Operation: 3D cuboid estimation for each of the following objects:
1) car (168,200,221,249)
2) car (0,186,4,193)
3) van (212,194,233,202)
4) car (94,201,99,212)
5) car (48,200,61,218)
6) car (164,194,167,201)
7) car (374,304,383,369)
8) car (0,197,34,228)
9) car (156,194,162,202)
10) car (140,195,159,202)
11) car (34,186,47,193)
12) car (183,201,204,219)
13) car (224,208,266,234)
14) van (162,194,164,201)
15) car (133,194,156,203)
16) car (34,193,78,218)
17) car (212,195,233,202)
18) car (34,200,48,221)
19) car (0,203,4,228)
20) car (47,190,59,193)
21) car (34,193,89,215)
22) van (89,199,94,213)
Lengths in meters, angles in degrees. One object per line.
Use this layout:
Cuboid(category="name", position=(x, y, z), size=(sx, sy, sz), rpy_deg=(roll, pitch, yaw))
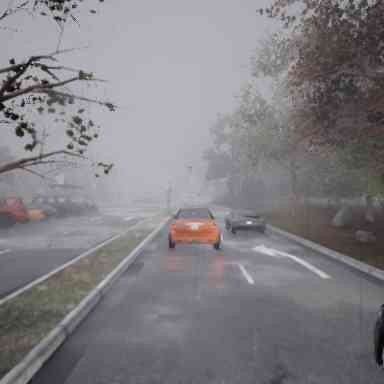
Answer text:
Cuboid(category="car", position=(0.098, 1.412, 15.085), size=(2.097, 1.767, 4.553), rpy_deg=(0, 0, 0))
Cuboid(category="car", position=(-40.223, -0.645, 68.841), size=(2.231, 1.521, 4.892), rpy_deg=(6, -3, -19))
Cuboid(category="van", position=(7.254, 1.453, 80.464), size=(4.442, 1.987, 1.878), rpy_deg=(1, 0, -14))
Cuboid(category="car", position=(-13.640, 1.597, 40.054), size=(4.553, 1.767, 2.185), rpy_deg=(-1, 0, -19))
Cuboid(category="car", position=(-13.779, 1.678, 28.006), size=(4.674, 1.452, 2.002), rpy_deg=(-1, 0, -20))
Cuboid(category="car", position=(-10.046, 1.781, 89.816), size=(4.892, 1.521, 2.231), rpy_deg=(-1, -1, -14))
Cuboid(category="car", position=(3.100, 1.496, 2.065), size=(2.128, 1.511, 4.902), rpy_deg=(0, 0, 0))
Cuboid(category="car", position=(-13.827, 1.345, 21.991), size=(5.566, 2.045, 2.435), rpy_deg=(-1, 0, -20))
Cuboid(category="car", position=(-10.829, 1.727, 80.853), size=(5.366, 1.575, 1.946), rpy_deg=(-1, -1, -15))
Cuboid(category="car", position=(-10.737, 1.624, 83.806), size=(4.553, 1.767, 2.185), rpy_deg=(-1, -1, -14))
Cuboid(category="car", position=(-31.184, -0.079, 68.791), size=(2.435, 2.045, 5.566), rpy_deg=(6, -3, -19))
Cuboid(category="car", position=(0.141, 1.678, 31.770), size=(1.837, 1.490, 4.892), rpy_deg=(0, 0, 0))
Cuboid(category="car", position=(3.098, 1.655, 20.054), size=(1.994, 1.385, 4.181), rpy_deg=(0, 0, 0))
Cuboid(category="van", position=(-10.273, 1.537, 86.846), size=(4.442, 1.987, 1.878), rpy_deg=(-1, -1, -14))
Cuboid(category="car", position=(-11.473, 1.754, 77.860), size=(4.792, 1.488, 2.163), rpy_deg=(-1, 0, -15))
Cuboid(category="car", position=(-13.800, 1.408, 31.004), size=(5.566, 2.045, 2.435), rpy_deg=(-1, 0, -20))
Cuboid(category="car", position=(7.636, 1.568, 83.434), size=(4.553, 1.767, 2.185), rpy_deg=(1, 0, -14))
Cuboid(category="car", position=(-13.968, 1.616, 24.939), size=(5.366, 1.575, 1.946), rpy_deg=(-1, 0, -20))
Cuboid(category="car", position=(-13.826, 1.605, 18.985), size=(4.792, 1.488, 2.163), rpy_deg=(-1, 0, -20))
Cuboid(category="car", position=(-28.190, 0.483, 68.728), size=(2.002, 1.452, 4.674), rpy_deg=(6, -3, -19))
Cuboid(category="car", position=(-13.729, 1.429, 34.040), size=(5.566, 2.045, 2.435), rpy_deg=(-1, -1, -20))
Cuboid(category="van", position=(-13.614, 1.475, 37.077), size=(4.442, 1.987, 1.878), rpy_deg=(-1, -1, -19))
